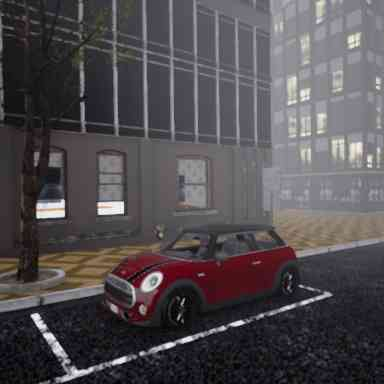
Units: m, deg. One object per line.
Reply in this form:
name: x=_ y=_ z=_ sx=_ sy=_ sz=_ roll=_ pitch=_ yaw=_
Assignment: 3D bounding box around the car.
car: x=0.294 y=1.436 z=6.799 sx=4.097 sy=1.590 sz=1.967 roll=0 pitch=-1 yaw=-36
